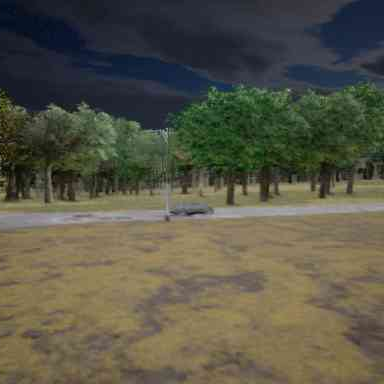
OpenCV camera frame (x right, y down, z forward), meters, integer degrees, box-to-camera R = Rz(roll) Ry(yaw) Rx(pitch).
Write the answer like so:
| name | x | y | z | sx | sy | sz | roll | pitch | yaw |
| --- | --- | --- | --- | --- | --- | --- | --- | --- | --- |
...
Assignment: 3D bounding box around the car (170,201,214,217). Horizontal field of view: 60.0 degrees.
| name | x | y | z | sx | sy | sz | roll | pitch | yaw |
| --- | --- | --- | --- | --- | --- | --- | --- | --- | --- |
| car | 0.004 | 1.592 | 32.435 | 4.181 | 1.385 | 1.994 | -1 | 1 | -20 |
